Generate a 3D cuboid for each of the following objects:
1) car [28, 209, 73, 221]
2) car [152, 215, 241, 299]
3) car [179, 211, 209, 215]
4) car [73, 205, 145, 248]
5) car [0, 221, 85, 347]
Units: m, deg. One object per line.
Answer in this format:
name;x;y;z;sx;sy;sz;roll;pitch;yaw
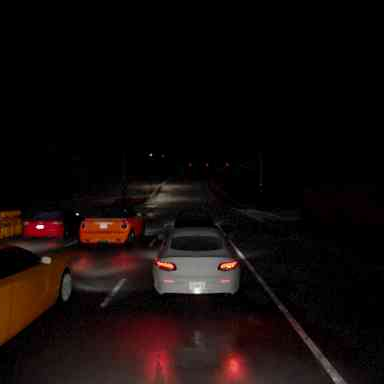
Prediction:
car;-6.906;1.563;17.145;1.994;1.385;4.181;0;0;0
car;0.094;1.525;8.301;1.812;1.442;4.674;0;0;0
car;0.094;1.600;17.189;1.895;1.301;4.718;0;0;0
car;-3.406;1.352;14.950;2.097;1.767;4.553;0;0;0
car;-3.402;1.478;4.978;1.882;1.535;5.008;0;0;0
